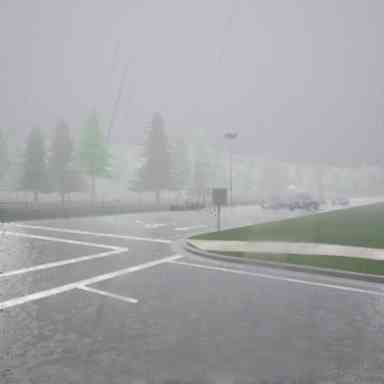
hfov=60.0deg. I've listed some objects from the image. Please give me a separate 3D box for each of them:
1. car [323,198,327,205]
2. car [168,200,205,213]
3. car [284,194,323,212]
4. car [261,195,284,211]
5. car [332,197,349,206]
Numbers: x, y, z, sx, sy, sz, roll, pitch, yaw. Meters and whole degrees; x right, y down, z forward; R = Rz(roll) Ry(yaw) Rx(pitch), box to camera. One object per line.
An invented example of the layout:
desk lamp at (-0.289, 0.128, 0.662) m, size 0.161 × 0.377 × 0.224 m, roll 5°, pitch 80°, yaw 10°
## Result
car at (21.296, 1.634, 56.084) m, size 2.033 × 1.411 × 5.357 m, roll 0°, pitch 0°, yaw 36°
car at (-0.595, 1.642, 38.199) m, size 1.895 × 1.301 × 4.718 m, roll 0°, pitch 0°, yaw 36°
car at (13.285, 1.244, 39.384) m, size 2.150 × 2.045 × 5.566 m, roll 0°, pitch 0°, yaw 36°
car at (10.174, 1.521, 41.053) m, size 2.128 × 1.511 × 4.902 m, roll 0°, pitch 0°, yaw 36°
car at (24.120, 1.557, 54.017) m, size 2.128 × 1.511 × 4.902 m, roll 0°, pitch 0°, yaw 36°
